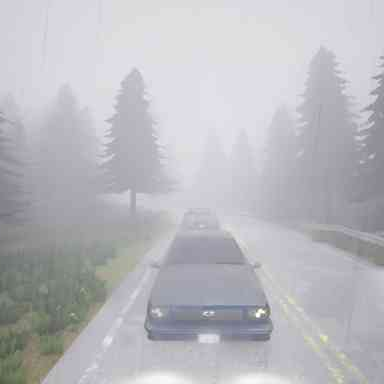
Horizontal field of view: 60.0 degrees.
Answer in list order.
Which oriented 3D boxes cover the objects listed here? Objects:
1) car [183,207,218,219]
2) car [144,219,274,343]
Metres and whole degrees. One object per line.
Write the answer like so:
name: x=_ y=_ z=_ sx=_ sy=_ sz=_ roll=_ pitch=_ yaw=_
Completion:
car: x=0.449 y=1.584 z=19.161 sx=1.994 sy=1.385 sz=4.181 roll=0 pitch=0 yaw=-2
car: x=0.271 y=1.557 z=7.076 sx=2.033 sy=1.411 sz=5.357 roll=0 pitch=0 yaw=1
